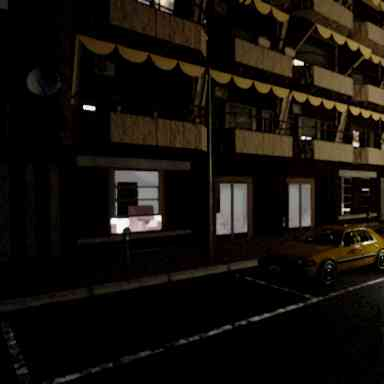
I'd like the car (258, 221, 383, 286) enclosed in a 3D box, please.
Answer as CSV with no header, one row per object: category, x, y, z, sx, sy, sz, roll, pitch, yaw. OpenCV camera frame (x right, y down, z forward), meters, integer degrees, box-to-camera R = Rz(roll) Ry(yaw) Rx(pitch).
car,3.938,1.516,9.330,4.829,1.417,1.752,0,0,-35
